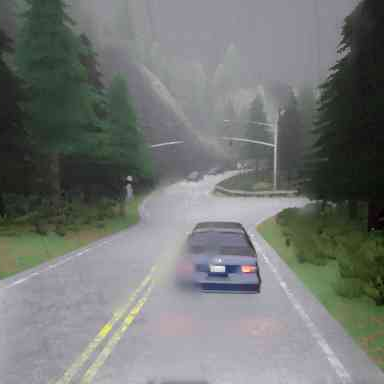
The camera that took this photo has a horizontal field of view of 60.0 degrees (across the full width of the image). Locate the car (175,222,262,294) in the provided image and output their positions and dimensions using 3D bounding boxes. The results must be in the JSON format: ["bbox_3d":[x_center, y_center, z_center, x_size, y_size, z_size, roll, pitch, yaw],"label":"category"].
[{"bbox_3d":[0.721,1.498,8.849,2.033,1.411,5.357,0,0,5],"label":"car"}]

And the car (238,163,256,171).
[{"bbox_3d":[11.837,-5.473,70.997,4.892,1.490,1.837,-9,9,-36],"label":"car"}]

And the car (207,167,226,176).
[{"bbox_3d":[4.602,-4.043,63.619,2.128,1.511,4.902,4,10,36],"label":"car"}]

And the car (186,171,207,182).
[{"bbox_3d":[0.536,-2.563,55.074,1.837,1.490,4.892,2,10,19],"label":"car"}]
